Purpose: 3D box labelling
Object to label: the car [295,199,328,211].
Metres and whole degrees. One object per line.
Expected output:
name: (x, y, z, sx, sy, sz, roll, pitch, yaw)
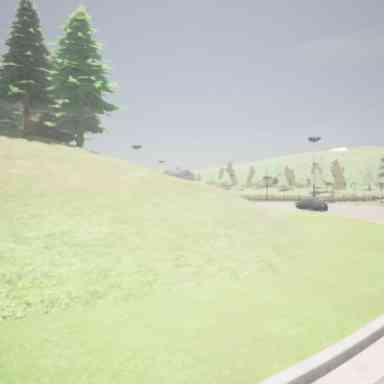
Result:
car: (13.907, 1.477, 38.875, 1.994, 1.385, 4.181, 0, 0, -17)
